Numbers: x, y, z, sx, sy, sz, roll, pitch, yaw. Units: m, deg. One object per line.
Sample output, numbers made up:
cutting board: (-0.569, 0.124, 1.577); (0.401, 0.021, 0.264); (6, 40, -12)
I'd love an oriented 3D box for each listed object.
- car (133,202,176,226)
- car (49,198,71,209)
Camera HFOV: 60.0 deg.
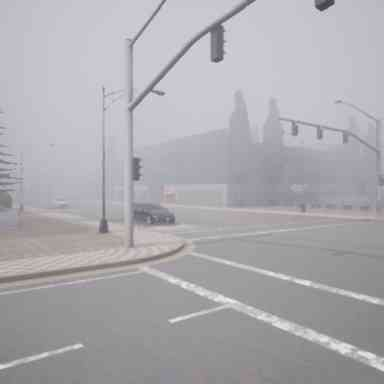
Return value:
car: (-2.978, 1.503, 23.601); (1.837, 1.490, 4.892); (0, 1, -36)
car: (-17.452, 1.476, 43.864); (1.812, 1.442, 4.674); (0, 0, -36)
